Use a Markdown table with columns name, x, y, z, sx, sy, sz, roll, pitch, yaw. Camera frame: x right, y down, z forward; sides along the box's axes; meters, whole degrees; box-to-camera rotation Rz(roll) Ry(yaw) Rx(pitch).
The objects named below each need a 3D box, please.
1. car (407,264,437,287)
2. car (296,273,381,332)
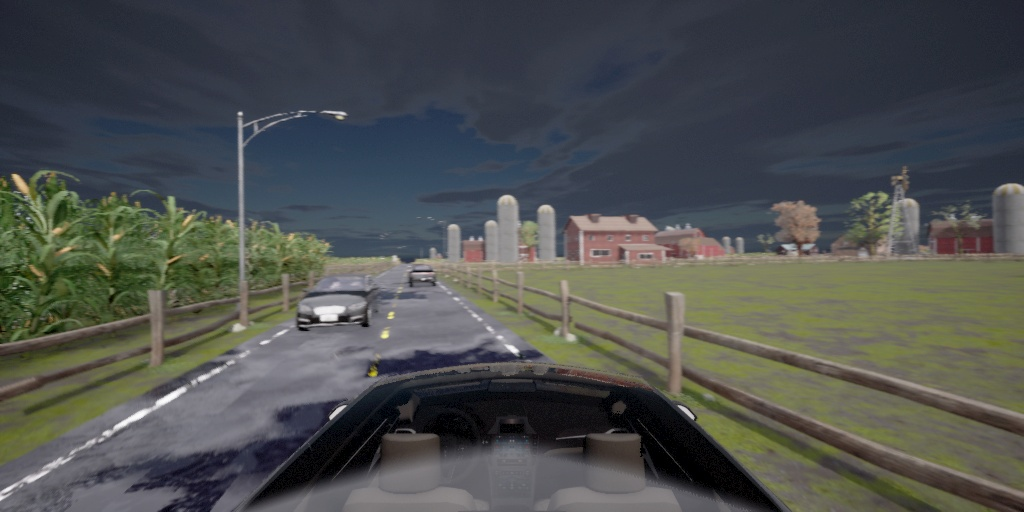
| name | x | y | z | sx | sy | sz | roll | pitch | yaw |
| --- | --- | --- | --- | --- | --- | --- | --- | --- | --- |
| car | -6.597 | 1.386 | 26.382 | 2.128 | 1.511 | 4.902 | -1 | 0 | -16 |
| car | -5.358 | 1.331 | 11.558 | 2.128 | 1.511 | 4.902 | -1 | 0 | -16 |
